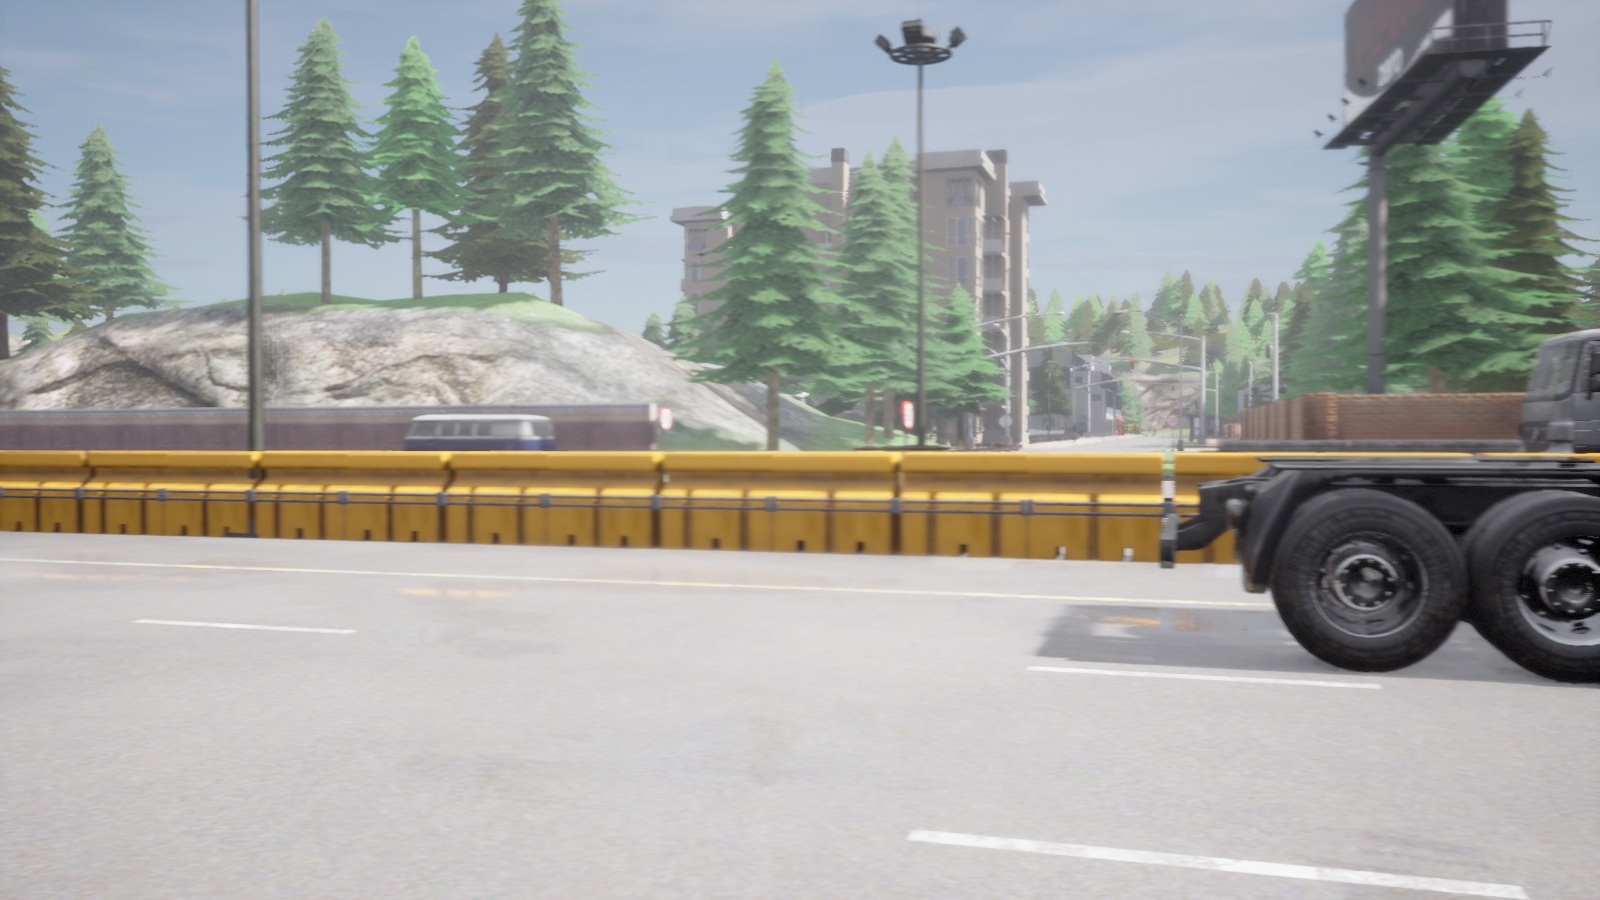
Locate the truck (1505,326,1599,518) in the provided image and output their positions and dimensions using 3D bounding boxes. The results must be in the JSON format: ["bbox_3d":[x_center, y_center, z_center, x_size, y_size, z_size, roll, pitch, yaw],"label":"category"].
[{"bbox_3d":[17.824,-0.504,23.171,7.936,3.462,2.891,1,1,18],"label":"truck"}]

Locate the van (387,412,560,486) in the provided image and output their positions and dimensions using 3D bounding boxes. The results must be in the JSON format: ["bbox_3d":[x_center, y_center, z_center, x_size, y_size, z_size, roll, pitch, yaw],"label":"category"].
[{"bbox_3d":[-9.194,-0.069,35.404,4.442,1.987,1.775,1,1,18],"label":"van"}]

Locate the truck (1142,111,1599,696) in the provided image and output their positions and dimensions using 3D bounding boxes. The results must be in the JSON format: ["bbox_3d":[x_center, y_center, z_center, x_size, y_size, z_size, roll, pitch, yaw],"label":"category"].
[{"bbox_3d":[6.472,-0.282,8.409,7.936,3.462,2.891,0,1,18],"label":"truck"}]

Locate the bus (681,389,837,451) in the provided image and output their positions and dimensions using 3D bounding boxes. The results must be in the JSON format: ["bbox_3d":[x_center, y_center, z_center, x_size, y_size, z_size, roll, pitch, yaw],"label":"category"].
[{"bbox_3d":[-2.889,-2.119,88.860,10.273,4.253,3.944,1,1,18],"label":"bus"}]
